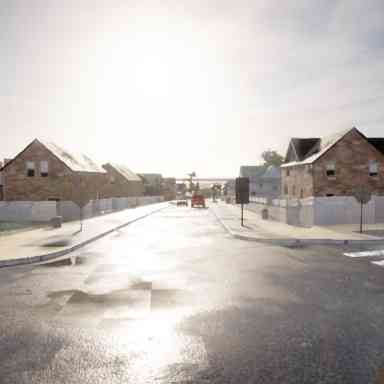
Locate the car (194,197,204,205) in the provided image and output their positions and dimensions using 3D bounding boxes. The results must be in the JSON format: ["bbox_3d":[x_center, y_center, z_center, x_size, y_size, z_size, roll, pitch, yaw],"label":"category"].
[{"bbox_3d":[1.384,1.770,64.053,1.994,1.385,4.181,0,0,3],"label":"car"}]

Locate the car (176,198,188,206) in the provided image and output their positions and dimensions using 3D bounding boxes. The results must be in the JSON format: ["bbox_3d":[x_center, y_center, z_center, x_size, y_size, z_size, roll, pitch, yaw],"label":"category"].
[{"bbox_3d":[-1.617,1.711,57.915,2.033,1.411,5.357,0,0,2],"label":"car"}]

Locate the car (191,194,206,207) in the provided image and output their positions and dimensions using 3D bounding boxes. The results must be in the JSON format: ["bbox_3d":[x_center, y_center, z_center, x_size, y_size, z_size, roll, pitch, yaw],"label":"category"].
[{"bbox_3d":[0.980,1.363,53.666,2.150,2.045,5.566,0,0,2],"label":"car"}]
